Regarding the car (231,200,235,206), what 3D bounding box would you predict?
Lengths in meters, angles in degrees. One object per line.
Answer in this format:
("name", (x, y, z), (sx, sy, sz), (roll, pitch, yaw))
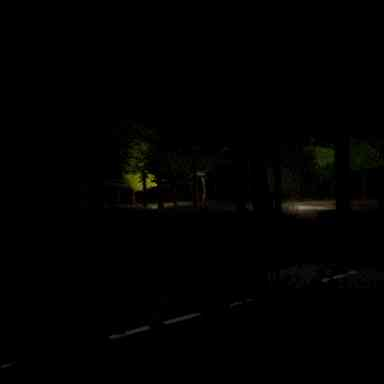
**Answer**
("car", (12.013, 2.803, 86.253), (2.097, 1.767, 4.553), (-4, 1, -31))
